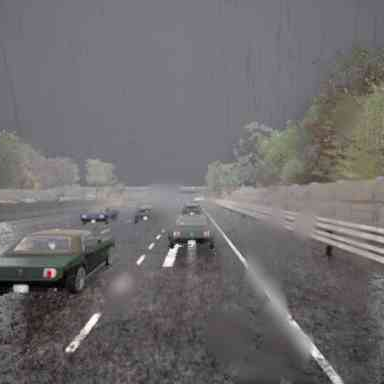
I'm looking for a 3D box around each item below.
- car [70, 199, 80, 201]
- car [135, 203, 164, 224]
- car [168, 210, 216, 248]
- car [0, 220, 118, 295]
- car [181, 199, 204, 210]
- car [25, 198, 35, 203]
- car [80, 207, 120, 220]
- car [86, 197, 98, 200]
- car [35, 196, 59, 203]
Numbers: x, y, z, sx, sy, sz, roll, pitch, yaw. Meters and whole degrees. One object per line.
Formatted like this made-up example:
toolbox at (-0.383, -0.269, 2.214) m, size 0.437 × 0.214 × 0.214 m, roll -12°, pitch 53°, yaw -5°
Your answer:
car at (-24.512, 2.070, 69.659) m, size 1.895 × 1.301 × 4.718 m, roll 0°, pitch -1°, yaw 0°
car at (-3.404, 1.680, 26.727) m, size 1.837 × 1.490 × 4.892 m, roll 0°, pitch 0°, yaw 0°
car at (-0.002, 1.698, 15.285) m, size 1.895 × 1.301 × 4.718 m, roll 0°, pitch 0°, yaw 0°
car at (-3.402, 1.657, 8.849) m, size 1.895 × 1.301 × 4.718 m, roll 0°, pitch 0°, yaw 0°
car at (-0.008, 1.726, 32.799) m, size 1.837 × 1.490 × 4.892 m, roll 0°, pitch 0°, yaw 0°
car at (-31.512, 2.005, 66.263) m, size 1.812 × 1.442 × 4.674 m, roll 0°, pitch -1°, yaw 0°
car at (-6.903, 1.767, 25.477) m, size 1.895 × 1.301 × 4.718 m, roll 0°, pitch 0°, yaw 0°
car at (-21.012, 1.831, 69.723) m, size 2.097 × 1.767 × 4.553 m, roll 0°, pitch -1°, yaw 0°
car at (-28.011, 1.708, 65.226) m, size 2.150 × 2.045 × 5.566 m, roll 0°, pitch -1°, yaw 0°
